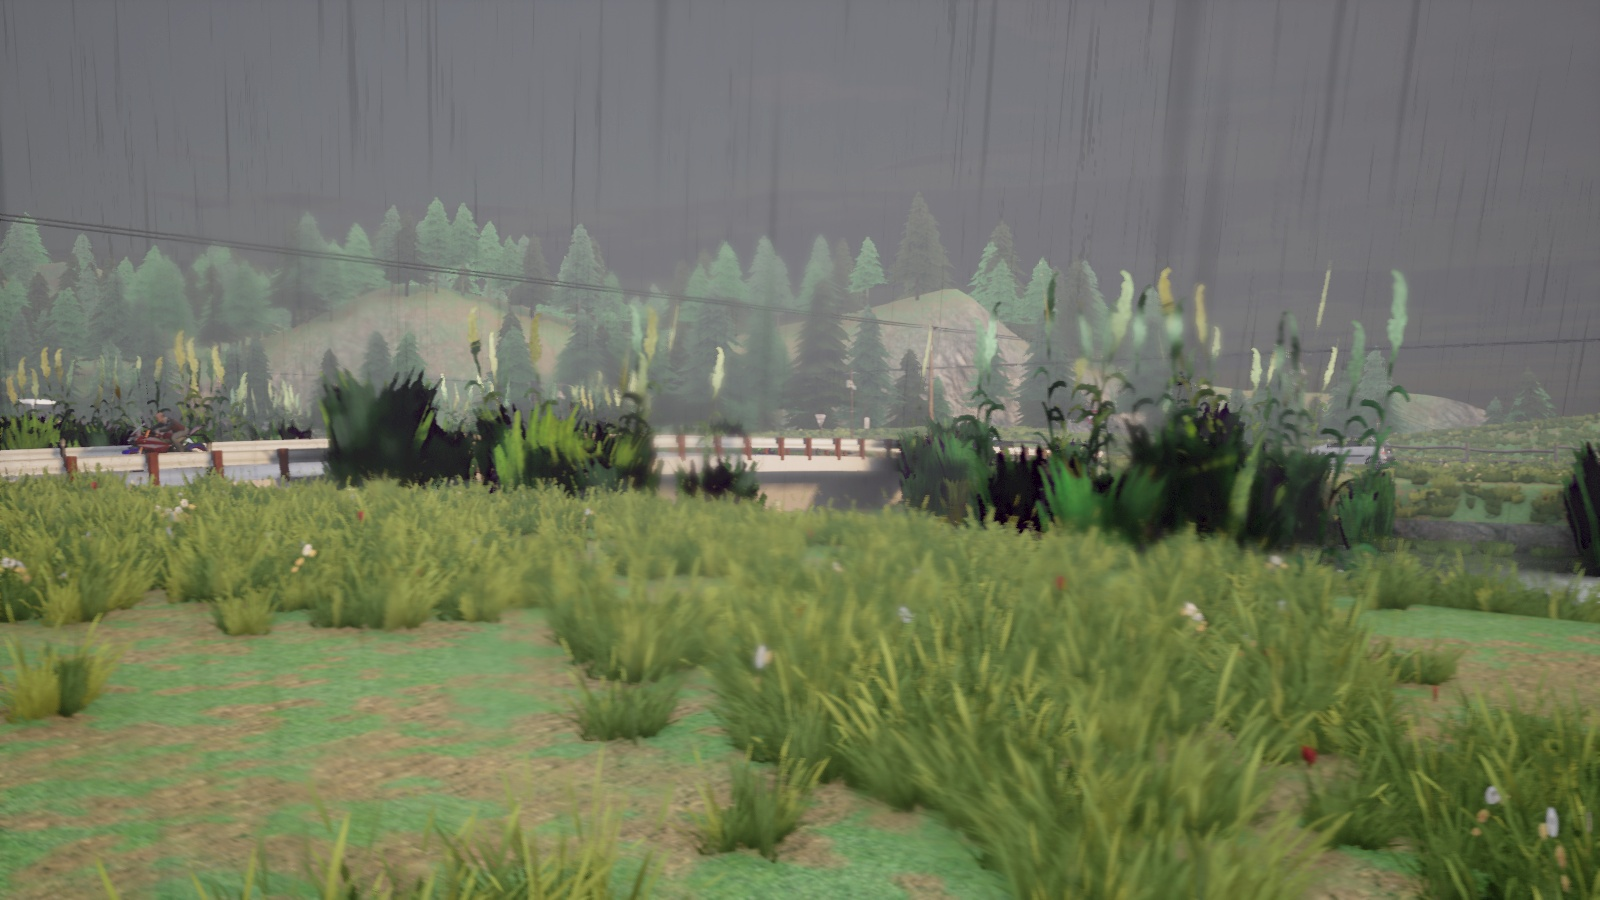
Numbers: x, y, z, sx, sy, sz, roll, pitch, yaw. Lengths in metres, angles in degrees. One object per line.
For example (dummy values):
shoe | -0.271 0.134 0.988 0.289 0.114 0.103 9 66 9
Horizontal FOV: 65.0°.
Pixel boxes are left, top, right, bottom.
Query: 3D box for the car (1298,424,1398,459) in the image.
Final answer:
car | 26.196 -0.428 60.081 3.988 1.617 1.851 0 1 40

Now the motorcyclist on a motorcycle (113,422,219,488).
motorcyclist on a motorcycle | -16.310 0.102 32.366 0.866 1.530 2.191 0 4 39
